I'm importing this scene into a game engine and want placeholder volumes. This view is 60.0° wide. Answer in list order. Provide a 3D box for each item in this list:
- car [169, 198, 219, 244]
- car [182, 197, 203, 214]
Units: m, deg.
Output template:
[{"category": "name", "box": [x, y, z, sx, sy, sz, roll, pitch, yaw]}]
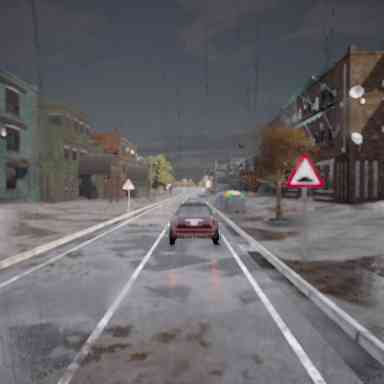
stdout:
[{"category": "car", "box": [0.086, 1.267, 15.519, 2.097, 1.767, 4.553, 0, 0, 0]}, {"category": "car", "box": [0.074, 1.326, 34.258, 2.033, 1.411, 5.357, 0, 0, 0]}]
